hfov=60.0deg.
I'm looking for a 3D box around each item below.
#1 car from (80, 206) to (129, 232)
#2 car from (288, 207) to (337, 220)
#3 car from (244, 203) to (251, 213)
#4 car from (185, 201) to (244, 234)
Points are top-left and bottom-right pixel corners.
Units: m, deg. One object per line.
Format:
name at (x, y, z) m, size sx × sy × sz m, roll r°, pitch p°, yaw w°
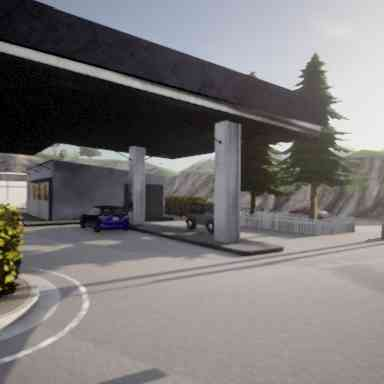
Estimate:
car at (-5.927, 1.727, 22.340) m, size 2.242 × 1.667 × 4.611 m, roll 1°, pitch 0°, yaw -34°
car at (10.135, 1.950, 28.189) m, size 1.994 × 1.385 × 4.181 m, roll 1°, pitch 0°, yaw -33°
car at (4.907, 1.736, 36.148) m, size 2.097 × 1.767 × 4.553 m, roll 1°, pitch 0°, yaw -33°
car at (1.193, 1.608, 21.903) m, size 1.905 × 1.878 × 3.866 m, roll 1°, pitch 0°, yaw -34°
